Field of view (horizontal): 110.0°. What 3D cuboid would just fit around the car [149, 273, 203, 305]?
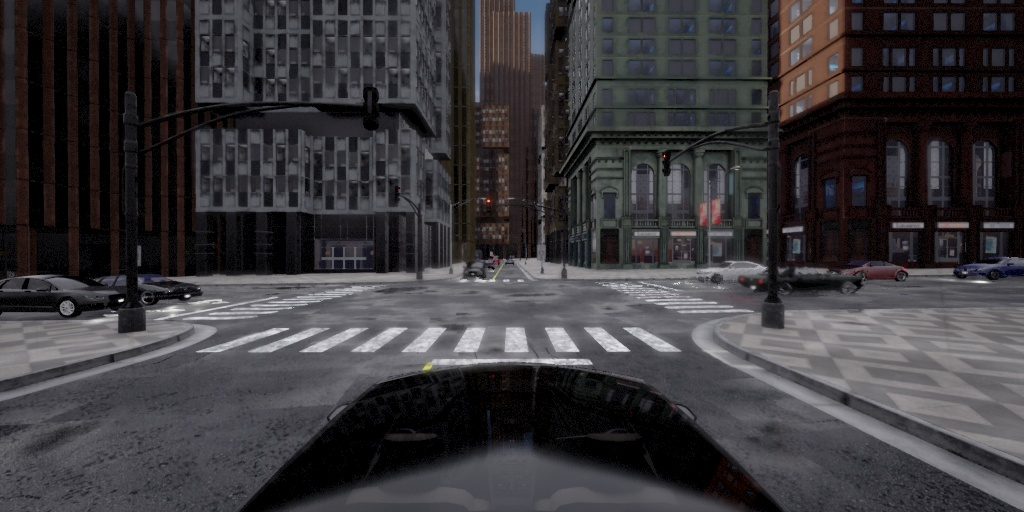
[{"bbox_3d":[-17.863,1.524,17.039,5.357,1.411,2.033,-1,0,5],"label":"car"}]

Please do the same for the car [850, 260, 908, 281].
[{"bbox_3d":[23.422,0.961,23.793,4.181,1.385,1.994,-1,0,0],"label":"car"}]

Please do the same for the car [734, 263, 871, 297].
[{"bbox_3d":[13.597,1.158,16.981,4.718,1.301,1.895,-1,0,-1],"label":"car"}]

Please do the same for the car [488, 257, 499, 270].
[{"bbox_3d":[-3.359,1.255,50.689,2.033,1.411,5.357,0,0,0],"label":"car"}]

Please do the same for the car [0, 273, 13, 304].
[{"bbox_3d":[-27.349,1.610,16.958,4.892,1.490,1.837,-1,0,0],"label":"car"}]

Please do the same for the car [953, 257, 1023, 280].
[{"bbox_3d":[32.382,0.809,23.814,4.674,1.442,1.812,-1,0,-1],"label":"car"}]

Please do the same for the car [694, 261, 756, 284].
[{"bbox_3d":[14.600,1.036,23.770,4.674,1.442,1.812,-1,0,-1],"label":"car"}]

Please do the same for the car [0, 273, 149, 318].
[{"bbox_3d":[-17.420,1.492,13.733,4.892,1.490,1.837,-1,0,0],"label":"car"}]

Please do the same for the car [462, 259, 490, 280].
[{"bbox_3d":[-3.195,1.241,31.499,1.837,1.490,4.892,0,0,-1],"label":"car"}]
